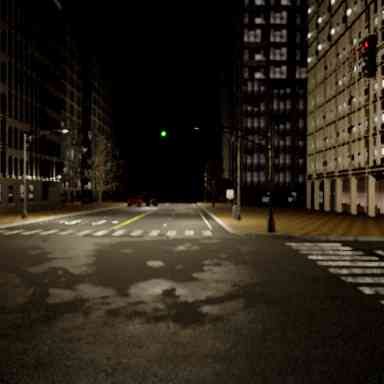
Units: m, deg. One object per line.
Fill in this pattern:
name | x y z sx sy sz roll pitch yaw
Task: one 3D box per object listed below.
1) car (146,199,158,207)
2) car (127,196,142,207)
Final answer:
car | -7.397 2.043 61.919 2.128 1.511 4.902 0 -1 -1
car | -10.645 1.761 61.846 2.150 2.045 5.566 0 -1 -1
